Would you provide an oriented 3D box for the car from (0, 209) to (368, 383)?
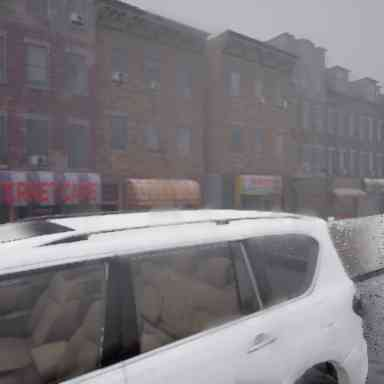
[{"bbox_3d":[-0.978,1.217,2.373,5.566,2.045,2.150,-1,0,-35],"label":"car"}]
